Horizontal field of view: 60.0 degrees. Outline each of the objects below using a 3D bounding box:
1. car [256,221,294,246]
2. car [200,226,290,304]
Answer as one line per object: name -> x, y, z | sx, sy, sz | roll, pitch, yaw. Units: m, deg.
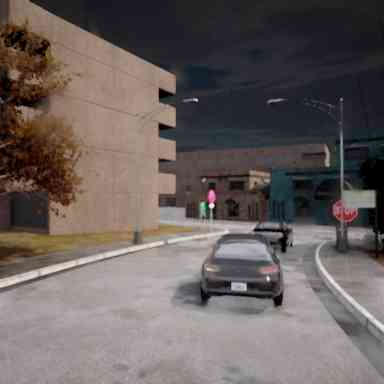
car -> 4.477, 2.333, 18.308 | 2.128, 1.511, 4.902 | 0, -3, 22
car -> 1.363, 1.815, 8.789 | 1.812, 1.442, 4.674 | 0, -3, 11
